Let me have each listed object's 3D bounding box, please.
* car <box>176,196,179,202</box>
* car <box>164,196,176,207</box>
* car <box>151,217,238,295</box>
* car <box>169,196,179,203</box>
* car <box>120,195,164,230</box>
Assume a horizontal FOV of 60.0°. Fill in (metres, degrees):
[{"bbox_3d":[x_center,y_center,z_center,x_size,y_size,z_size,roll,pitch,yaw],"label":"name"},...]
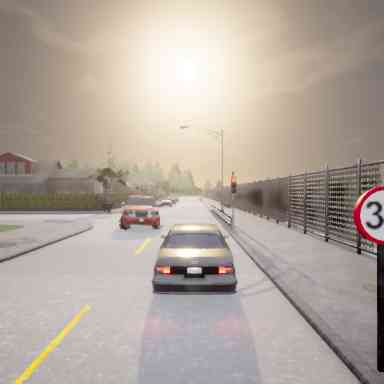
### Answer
[{"bbox_3d":[-3.943,1.478,61.567,1.882,1.535,5.008,0,0,0],"label":"car"},{"bbox_3d":[-3.995,1.547,51.723,2.033,1.411,5.357,0,0,0],"label":"car"},{"bbox_3d":[0.071,1.547,8.880,2.033,1.411,5.357,0,0,1],"label":"car"},{"bbox_3d":[-3.860,1.553,71.571,1.994,1.385,4.181,0,0,0],"label":"car"},{"bbox_3d":[-3.243,1.221,21.437,2.150,2.045,5.566,2,0,-9],"label":"car"}]
